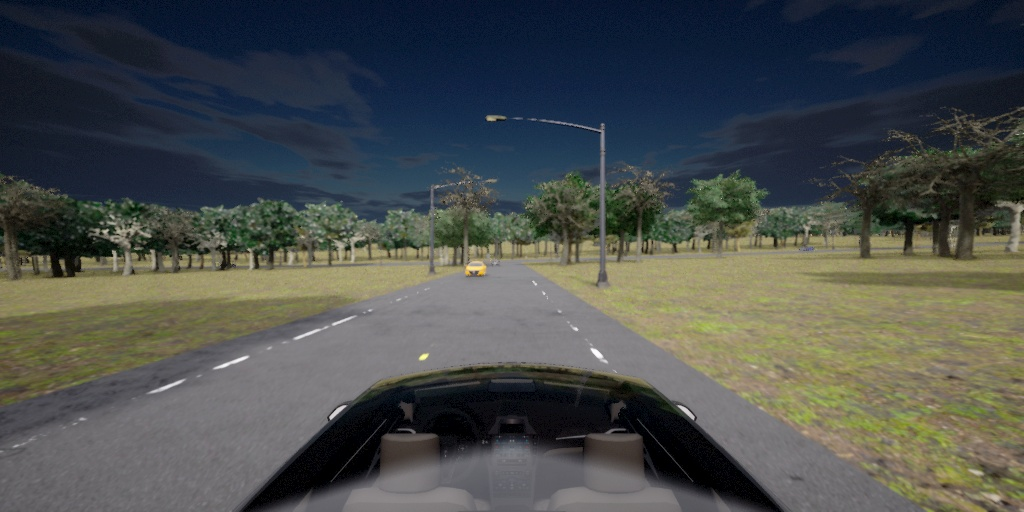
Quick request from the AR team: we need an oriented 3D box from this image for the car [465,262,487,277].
[{"bbox_3d":[-3.608,1.317,36.519,1.882,1.535,5.008,0,0,0],"label":"car"}]
